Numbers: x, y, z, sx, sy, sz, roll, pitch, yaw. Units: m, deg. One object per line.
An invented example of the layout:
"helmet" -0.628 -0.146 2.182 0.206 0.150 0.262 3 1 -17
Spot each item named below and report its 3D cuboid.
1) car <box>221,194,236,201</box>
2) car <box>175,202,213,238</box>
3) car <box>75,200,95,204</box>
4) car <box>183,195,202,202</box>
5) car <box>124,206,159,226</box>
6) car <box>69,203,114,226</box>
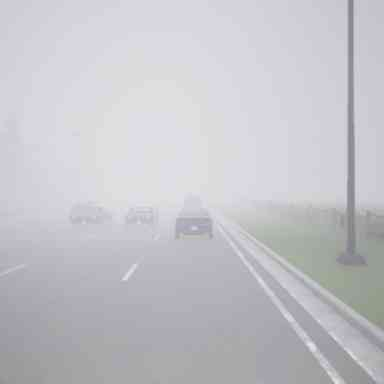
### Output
"car" 8.914 1.408 81.174 3.866 1.878 1.905 0 0 0
"car" 0.098 1.521 17.907 1.882 1.535 5.008 0 0 0
"car" -10.402 1.585 32.879 1.837 1.490 4.892 0 0 0
"car" 0.096 1.321 40.953 2.150 2.045 5.566 0 0 0
"car" -3.400 1.657 23.460 1.895 1.301 4.718 0 0 0
"car" -6.901 1.657 23.459 1.895 1.301 4.718 0 0 0
